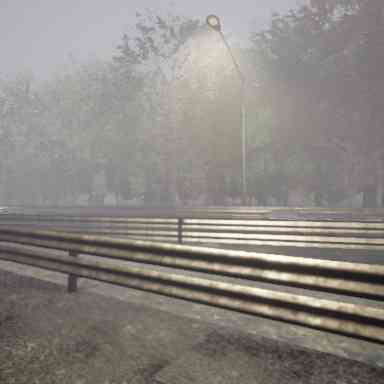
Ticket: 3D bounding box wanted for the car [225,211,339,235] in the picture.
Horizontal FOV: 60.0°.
[{"bbox_3d":[4.404,1.652,16.578,5.357,1.411,2.033,0,0,20],"label":"car"}]
